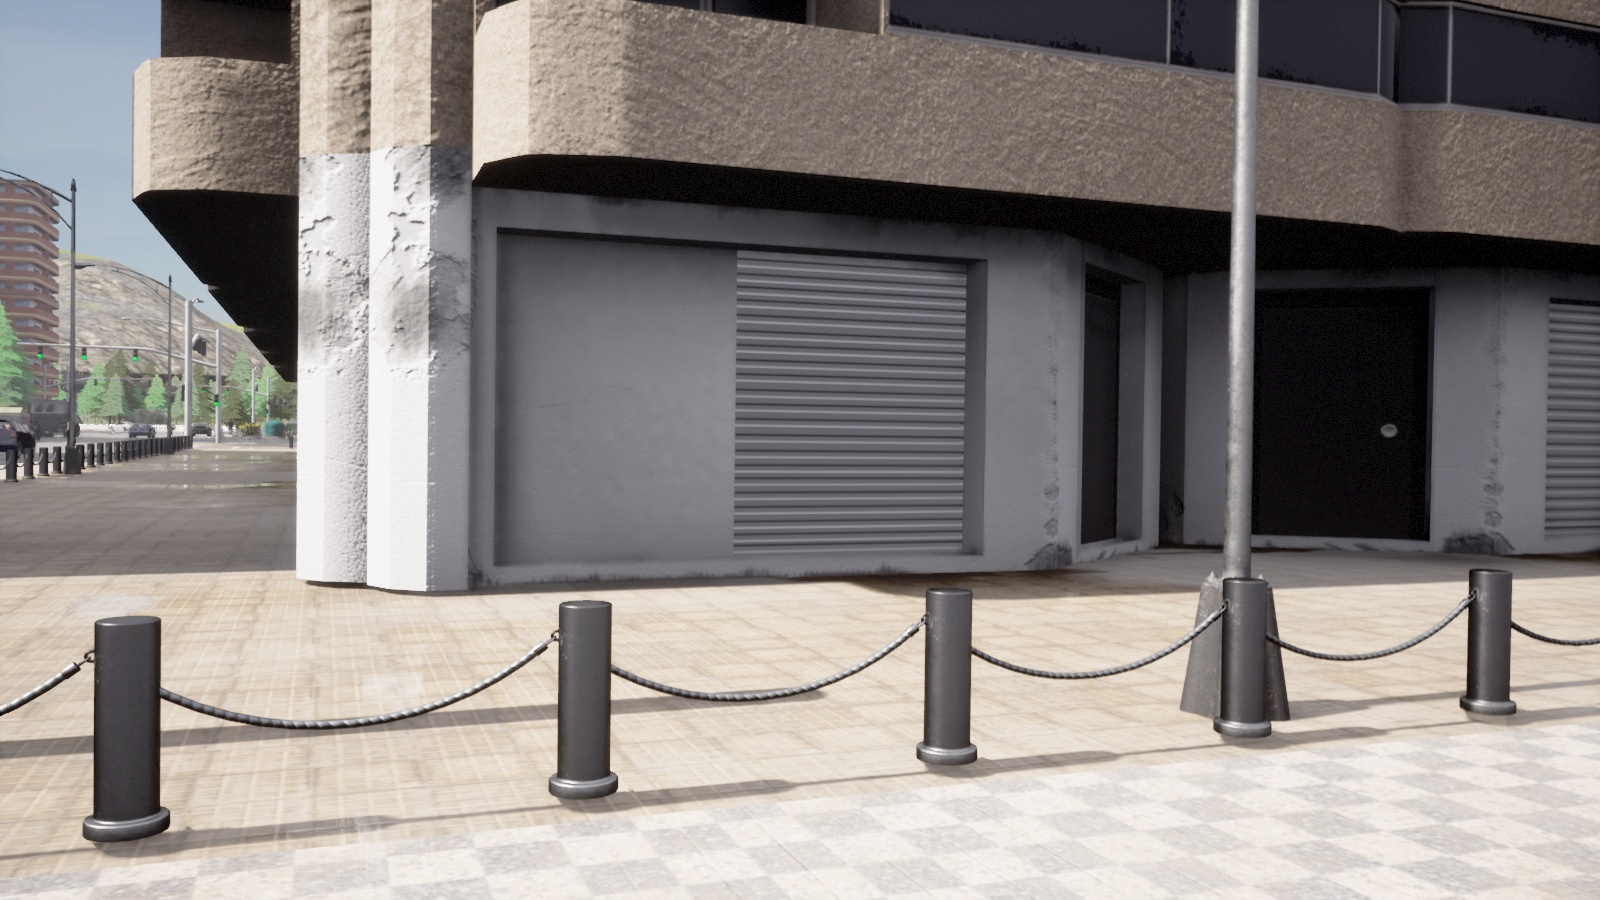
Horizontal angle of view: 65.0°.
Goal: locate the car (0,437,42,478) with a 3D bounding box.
[{"bbox_3d":[-30.760,0.272,48.540,1.845,1.501,3.633,-1,1,-21],"label":"car"}]
